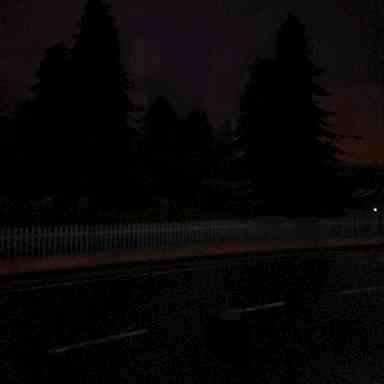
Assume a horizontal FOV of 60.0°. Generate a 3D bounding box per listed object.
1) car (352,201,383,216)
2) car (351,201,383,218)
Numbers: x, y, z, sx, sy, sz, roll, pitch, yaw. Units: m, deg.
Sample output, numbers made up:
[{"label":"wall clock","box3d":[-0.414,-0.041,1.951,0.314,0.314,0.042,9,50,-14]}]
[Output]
[{"label":"car","box3d":[20.703,1.836,37.879,2.128,1.511,4.902,1,0,-7]},{"label":"car","box3d":[17.751,1.657,33.414,2.097,1.767,4.553,1,0,-7]}]
